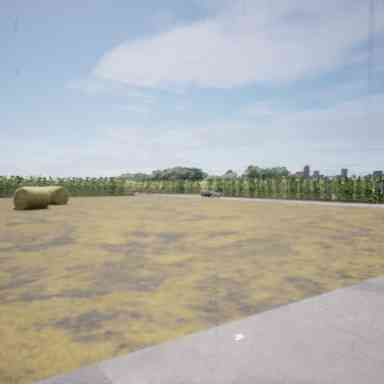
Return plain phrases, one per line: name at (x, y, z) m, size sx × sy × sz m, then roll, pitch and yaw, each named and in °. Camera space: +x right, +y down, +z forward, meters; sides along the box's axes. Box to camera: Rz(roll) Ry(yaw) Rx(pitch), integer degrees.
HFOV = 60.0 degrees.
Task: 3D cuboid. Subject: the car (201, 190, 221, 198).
car at (3.666, 0.389, 65.880) m, size 2.128 × 1.511 × 4.902 m, roll 0°, pitch 1°, yaw -35°
